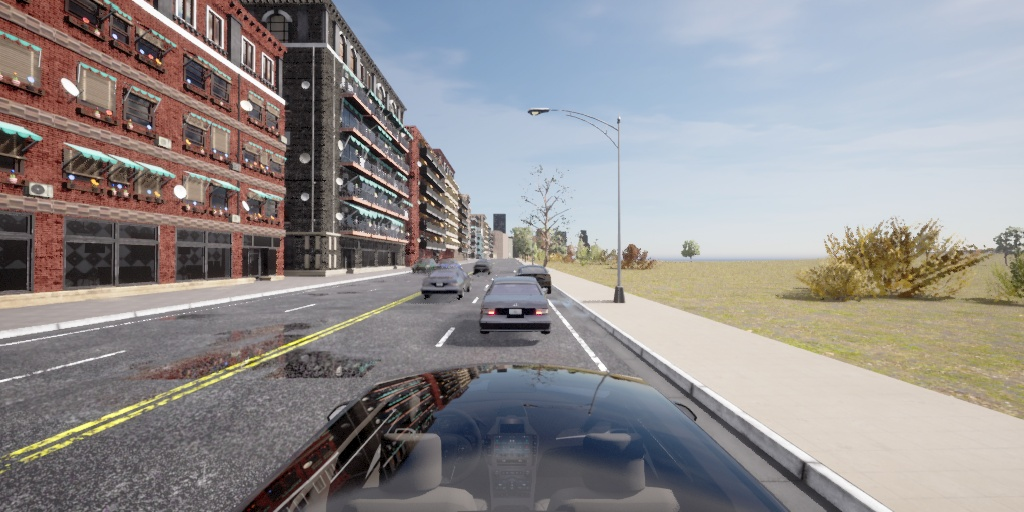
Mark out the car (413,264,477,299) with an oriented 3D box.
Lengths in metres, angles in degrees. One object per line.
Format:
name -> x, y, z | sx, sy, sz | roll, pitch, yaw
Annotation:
car -> -3.181, 1.299, 18.169 | 2.033, 1.411, 5.357 | 0, 0, 0

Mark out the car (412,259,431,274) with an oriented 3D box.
car -> -9.894, 1.104, 40.916 | 2.097, 1.767, 4.553 | 0, 0, 0

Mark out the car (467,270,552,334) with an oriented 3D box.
car -> 0.092, 1.299, 10.575 | 2.033, 1.411, 5.357 | 0, 0, 0

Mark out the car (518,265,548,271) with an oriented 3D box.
car -> 1.116, 1.230, 20.339 | 1.882, 1.535, 5.008 | 0, 0, 0

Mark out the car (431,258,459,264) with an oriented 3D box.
car -> -6.640, 1.104, 37.319 | 2.097, 1.767, 4.553 | 0, 0, 0

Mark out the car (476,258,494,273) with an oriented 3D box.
car -> -3.191, 1.258, 39.830 | 1.837, 1.490, 4.892 | 0, 1, 0
